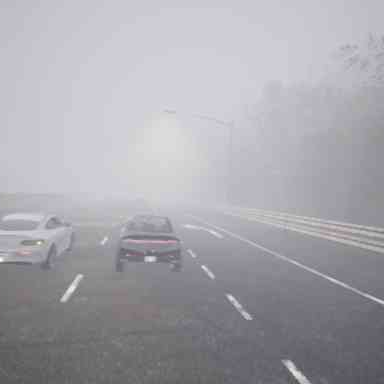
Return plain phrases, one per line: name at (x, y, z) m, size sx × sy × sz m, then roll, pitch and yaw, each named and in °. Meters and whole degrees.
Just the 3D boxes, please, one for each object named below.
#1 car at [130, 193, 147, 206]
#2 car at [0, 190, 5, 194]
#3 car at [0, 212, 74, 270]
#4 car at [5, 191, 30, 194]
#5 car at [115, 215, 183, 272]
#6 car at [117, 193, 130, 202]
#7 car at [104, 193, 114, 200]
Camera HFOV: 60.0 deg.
car at (-8.365, 1.447, 53.431) m, size 2.128 × 1.511 × 4.902 m, roll 3°, pitch 0°, yaw -9°
car at (-28.972, 0.398, 49.320) m, size 2.033 × 1.411 × 5.357 m, roll 3°, pitch 0°, yaw -9°
car at (-4.865, 1.346, 10.160) m, size 1.812 × 1.442 × 4.674 m, roll 3°, pitch 0°, yaw -9°
car at (-25.521, 0.580, 49.884) m, size 2.033 × 1.411 × 5.357 m, roll 3°, pitch 0°, yaw -9°
car at (-1.441, 1.496, 10.887) m, size 2.128 × 1.511 × 4.902 m, roll 3°, pitch 0°, yaw -9°
car at (-14.444, 1.348, 68.973) m, size 1.895 × 1.301 × 4.718 m, roll 3°, pitch 0°, yaw -9°
car at (-19.477, 1.082, 78.164) m, size 1.812 × 1.442 × 4.674 m, roll 3°, pitch 0°, yaw -9°
